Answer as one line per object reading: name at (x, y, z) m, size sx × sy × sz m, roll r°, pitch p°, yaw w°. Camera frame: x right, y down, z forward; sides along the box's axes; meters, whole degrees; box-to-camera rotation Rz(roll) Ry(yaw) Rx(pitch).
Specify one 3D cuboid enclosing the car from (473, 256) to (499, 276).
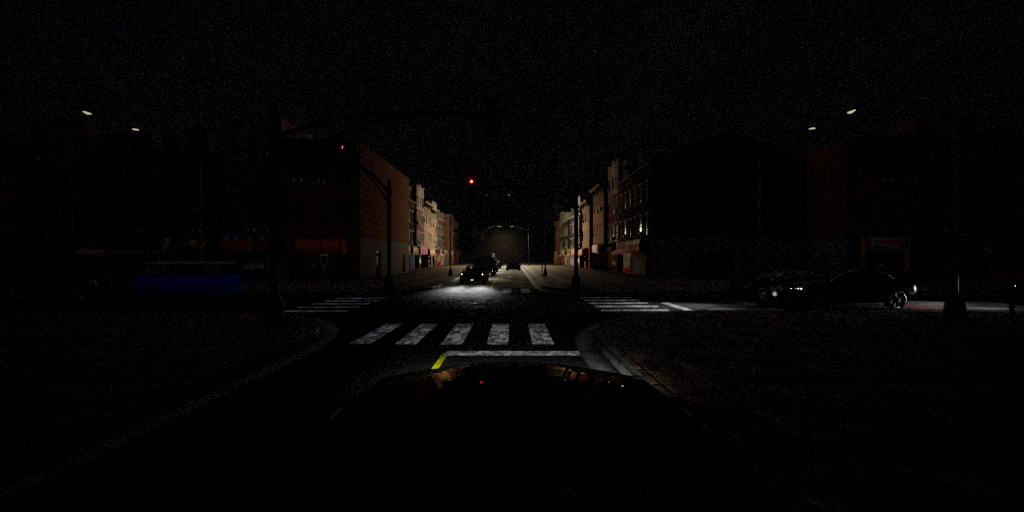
car at (-2.775, 0.993, 37.161) m, size 2.150 × 2.045 × 5.566 m, roll 0°, pitch 0°, yaw 0°

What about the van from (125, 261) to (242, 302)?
van at (-14.711, 1.124, 16.411) m, size 3.998 × 1.789 × 1.690 m, roll 0°, pitch 0°, yaw 0°

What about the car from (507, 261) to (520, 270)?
car at (0.216, 1.351, 52.700) m, size 1.994 × 1.385 × 4.181 m, roll 0°, pitch 0°, yaw 0°

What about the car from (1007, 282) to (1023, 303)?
car at (22.702, 1.296, 13.968) m, size 4.718 × 1.301 × 1.895 m, roll 0°, pitch 0°, yaw 0°

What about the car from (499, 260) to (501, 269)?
car at (-2.742, 1.284, 47.310) m, size 1.837 × 1.490 × 4.892 m, roll 0°, pitch 0°, yaw 0°

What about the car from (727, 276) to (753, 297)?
car at (12.291, 1.267, 16.480) m, size 4.403 × 1.370 × 2.007 m, roll 0°, pitch 0°, yaw 0°

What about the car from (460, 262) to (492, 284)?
car at (-2.794, 1.365, 27.295) m, size 1.895 × 1.301 × 4.718 m, roll 0°, pitch 0°, yaw 0°

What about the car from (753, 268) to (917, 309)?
car at (12.660, 1.205, 13.948) m, size 4.902 × 1.511 × 2.128 m, roll 0°, pitch 0°, yaw 0°

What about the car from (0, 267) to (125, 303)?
car at (-20.186, 1.239, 16.397) m, size 4.097 × 1.591 × 1.967 m, roll 0°, pitch 0°, yaw 0°
